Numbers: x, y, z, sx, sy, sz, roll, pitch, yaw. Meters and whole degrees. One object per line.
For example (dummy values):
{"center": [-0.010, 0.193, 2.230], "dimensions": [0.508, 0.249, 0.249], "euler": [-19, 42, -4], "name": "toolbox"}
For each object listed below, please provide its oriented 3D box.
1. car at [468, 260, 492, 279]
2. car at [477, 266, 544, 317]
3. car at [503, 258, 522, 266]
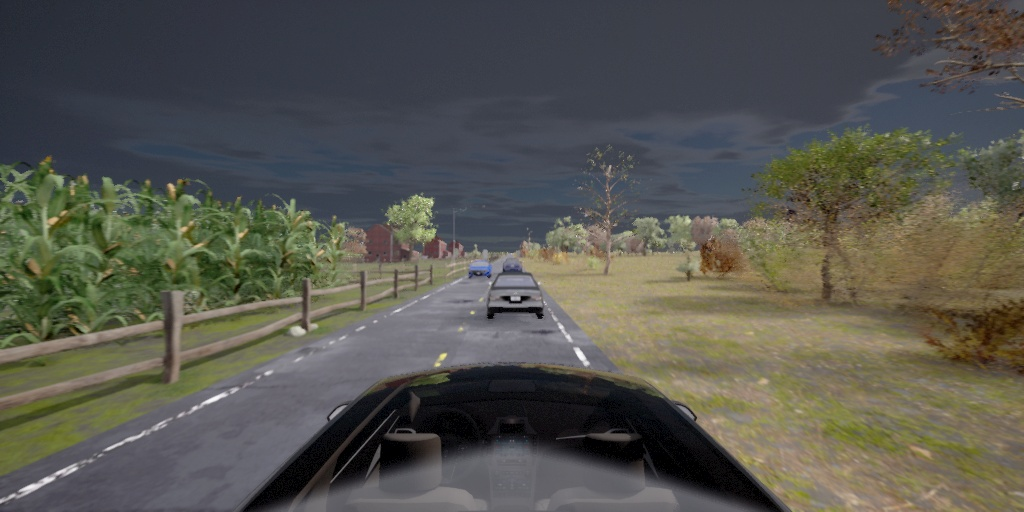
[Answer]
{"center": [-2.788, 1.154, 32.055], "dimensions": [1.882, 1.535, 5.008], "euler": [0, 0, 0], "name": "car"}
{"center": [0.102, 1.272, 12.900], "dimensions": [2.033, 1.411, 5.357], "euler": [0, 0, 0], "name": "car"}
{"center": [0.037, 1.002, 39.276], "dimensions": [2.097, 1.767, 4.553], "euler": [0, 0, 0], "name": "car"}
